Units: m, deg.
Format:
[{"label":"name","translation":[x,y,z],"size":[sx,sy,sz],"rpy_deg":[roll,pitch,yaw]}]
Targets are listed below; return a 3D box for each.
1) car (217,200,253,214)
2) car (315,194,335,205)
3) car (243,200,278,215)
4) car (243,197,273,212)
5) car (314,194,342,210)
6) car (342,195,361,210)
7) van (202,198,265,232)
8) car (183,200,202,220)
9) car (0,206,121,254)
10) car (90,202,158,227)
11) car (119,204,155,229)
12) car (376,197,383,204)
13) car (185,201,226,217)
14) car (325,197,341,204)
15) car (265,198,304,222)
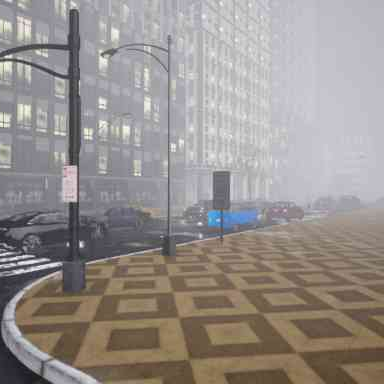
[{"label":"car","translation":[4.713,1.571,36.097],"size":[1.887,1.381,4.507],"rpy_deg":[0,0,38]},{"label":"car","translation":[25.055,1.381,62.566],"size":[2.192,1.841,5.009],"rpy_deg":[0,0,38]},{"label":"car","translation":[7.307,1.594,35.406],"size":[1.994,1.385,4.181],"rpy_deg":[0,0,38]},{"label":"car","translation":[8.103,1.471,40.508],"size":[1.967,1.590,4.097],"rpy_deg":[0,0,38]},{"label":"car","translation":[17.940,1.400,44.423],"size":[2.097,1.767,4.553],"rpy_deg":[0,0,38]},{"label":"car","translation":[21.131,1.369,44.529],"size":[2.192,1.841,5.009],"rpy_deg":[0,0,38]},{"label":"van","translation":[2.613,1.368,20.250],"size":[1.690,1.788,3.998],"rpy_deg":[0,0,38]},{"label":"car","translation":[1.262,1.375,27.552],"size":[2.097,1.767,4.553],"rpy_deg":[0,0,38]},{"label":"car","translation":[-5.672,1.508,13.708],"size":[2.128,1.511,4.902],"rpy_deg":[0,0,38]},{"label":"car","translation":[-4.780,1.540,23.958],"size":[1.752,1.417,4.829],"rpy_deg":[0,0,38]},{"label":"car","translation":[-4.711,1.564,19.788],"size":[2.033,1.411,5.357],"rpy_deg":[0,0,38]},{"label":"car","translation":[38.082,1.659,66.585],"size":[1.947,1.339,4.313],"rpy_deg":[0,0,38]},{"label":"car","translation":[1.322,1.604,31.685],"size":[1.802,1.307,4.206],"rpy_deg":[0,0,38]},{"label":"car","translation":[28.445,1.625,66.977],"size":[2.008,1.369,4.403],"rpy_deg":[0,0,38]},{"label":"car","translation":[7.570,1.473,26.882],"size":[1.967,1.590,4.097],"rpy_deg":[0,0,38]}]
